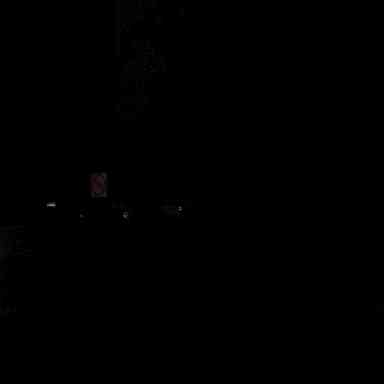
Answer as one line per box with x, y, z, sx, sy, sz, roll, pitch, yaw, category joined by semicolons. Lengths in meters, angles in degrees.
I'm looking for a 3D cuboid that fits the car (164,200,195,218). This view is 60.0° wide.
-0.639;1.538;32.129;2.097;1.767;4.553;-1;-1;36;car

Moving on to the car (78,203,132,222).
-7.335;1.662;28.449;2.128;1.511;4.902;-1;-1;36;car
